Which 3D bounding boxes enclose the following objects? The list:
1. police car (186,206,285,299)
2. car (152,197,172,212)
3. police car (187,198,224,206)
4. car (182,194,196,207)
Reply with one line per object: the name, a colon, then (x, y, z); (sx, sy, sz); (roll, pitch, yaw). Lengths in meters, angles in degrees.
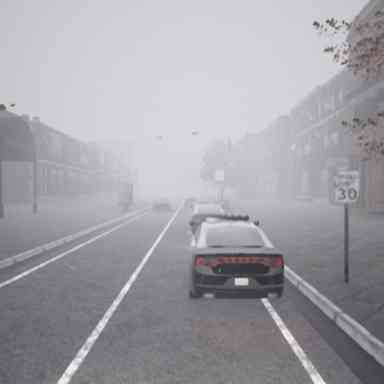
police car: (0.881, 1.389, 8.535); (1.930, 1.638, 5.238); (0, 0, 0)
car: (-3.175, 1.321, 35.986); (1.882, 1.535, 5.008); (0, 0, 0)
police car: (0.860, 1.348, 18.536); (1.930, 1.638, 5.238); (0, 0, 0)
car: (-0.092, 1.274, 45.820); (1.837, 1.490, 4.892); (0, 0, 0)
